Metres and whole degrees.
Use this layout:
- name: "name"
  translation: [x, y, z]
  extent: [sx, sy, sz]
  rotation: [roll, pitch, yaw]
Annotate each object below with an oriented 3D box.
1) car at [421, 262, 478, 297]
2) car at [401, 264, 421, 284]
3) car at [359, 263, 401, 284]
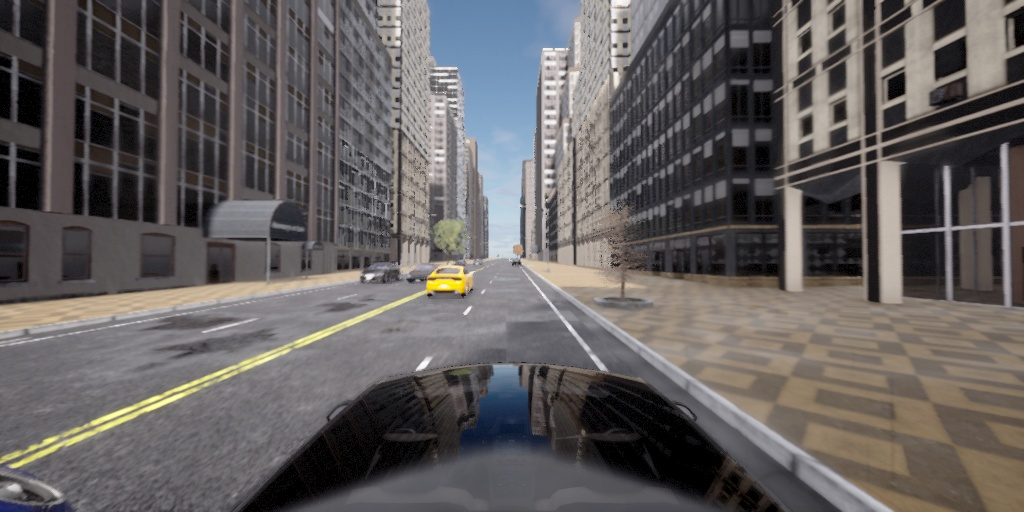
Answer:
- name: "car"
  translation: [-3.152, 1.251, 19.068]
  extent: [1.882, 1.535, 5.008]
  rotation: [0, 0, 0]
- name: "car"
  translation: [-6.595, 1.332, 27.747]
  extent: [2.033, 1.411, 5.357]
  rotation: [0, 0, 0]
- name: "car"
  translation: [-9.842, 1.275, 27.190]
  extent: [2.128, 1.511, 4.902]
  rotation: [0, 0, 0]
